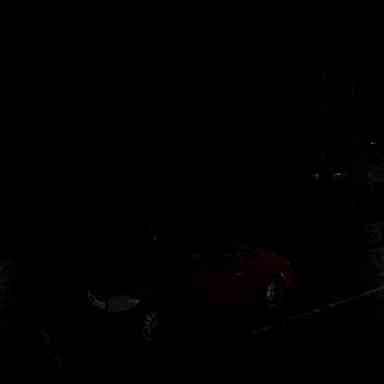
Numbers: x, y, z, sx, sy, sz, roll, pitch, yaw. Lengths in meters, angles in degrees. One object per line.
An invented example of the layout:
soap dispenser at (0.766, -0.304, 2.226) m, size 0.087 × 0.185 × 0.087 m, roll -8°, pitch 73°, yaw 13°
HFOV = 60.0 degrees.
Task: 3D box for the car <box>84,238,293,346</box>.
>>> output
car at (0.153, 1.582, 6.287) m, size 4.206 × 1.307 × 1.802 m, roll 0°, pitch 0°, yaw -35°
